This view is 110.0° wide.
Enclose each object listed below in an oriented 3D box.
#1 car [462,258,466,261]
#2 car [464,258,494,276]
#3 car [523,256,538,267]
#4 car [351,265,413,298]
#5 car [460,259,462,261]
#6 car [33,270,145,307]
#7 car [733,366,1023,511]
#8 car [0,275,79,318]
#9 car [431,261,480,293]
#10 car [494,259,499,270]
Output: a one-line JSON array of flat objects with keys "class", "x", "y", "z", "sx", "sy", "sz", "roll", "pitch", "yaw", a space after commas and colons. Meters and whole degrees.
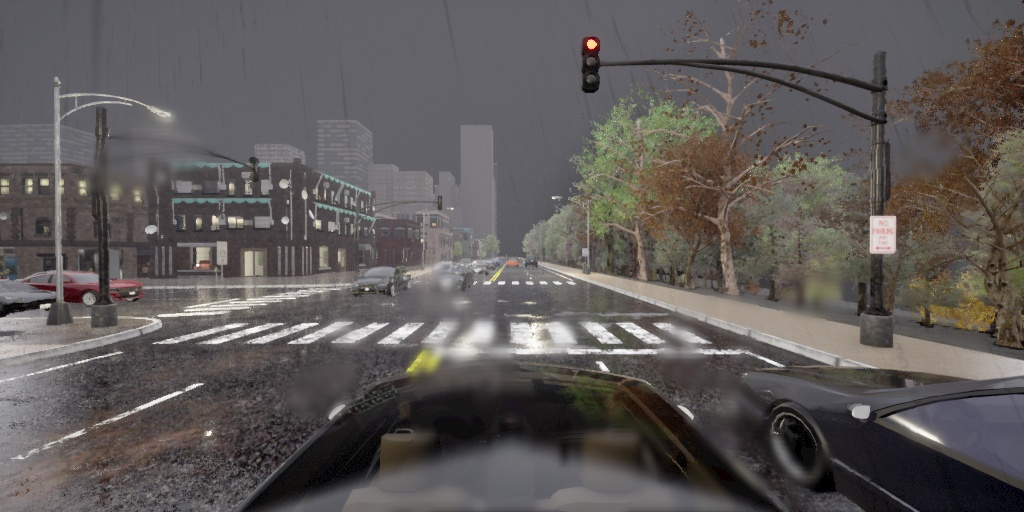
[{"class": "car", "x": -6.533, "y": 1.084, "z": 50.765, "sx": 2.097, "sy": 1.767, "sz": 4.553, "roll": 0, "pitch": 0, "yaw": 0}, {"class": "car", "x": -3.310, "y": 1.231, "z": 36.868, "sx": 2.128, "sy": 1.511, "sz": 4.902, "roll": 0, "pitch": 0, "yaw": 0}, {"class": "car", "x": 3.424, "y": 0.948, "z": 64.229, "sx": 2.150, "sy": 2.045, "sz": 5.566, "roll": 0, "pitch": 0, "yaw": 0}, {"class": "car", "x": -6.581, "y": 1.251, "z": 18.682, "sx": 1.837, "sy": 1.490, "sz": 4.892, "roll": 0, "pitch": 0, "yaw": 0}, {"class": "car", "x": -6.559, "y": 1.265, "z": 36.328, "sx": 1.812, "sy": 1.442, "sz": 4.674, "roll": 0, "pitch": 0, "yaw": 0}, {"class": "car", "x": -19.822, "y": 1.448, "z": 16.363, "sx": 5.008, "sy": 1.535, "sz": 1.882, "roll": -1, "pitch": 1, "yaw": 0}, {"class": "car", "x": 3.350, "y": 1.297, "z": 1.482, "sx": 2.033, "sy": 1.411, "sz": 5.357, "roll": 0, "pitch": 0, "yaw": 0}, {"class": "car", "x": -19.933, "y": 1.564, "z": 13.658, "sx": 4.313, "sy": 1.339, "sz": 1.948, "roll": 0, "pitch": 0, "yaw": 0}, {"class": "car", "x": -3.327, "y": 1.237, "z": 20.718, "sx": 2.128, "sy": 1.511, "sz": 4.902, "roll": 0, "pitch": 0, "yaw": 0}, {"class": "car", "x": -3.286, "y": 1.259, "z": 50.218, "sx": 1.812, "sy": 1.442, "sz": 4.674, "roll": 0, "pitch": 1, "yaw": 1}]
